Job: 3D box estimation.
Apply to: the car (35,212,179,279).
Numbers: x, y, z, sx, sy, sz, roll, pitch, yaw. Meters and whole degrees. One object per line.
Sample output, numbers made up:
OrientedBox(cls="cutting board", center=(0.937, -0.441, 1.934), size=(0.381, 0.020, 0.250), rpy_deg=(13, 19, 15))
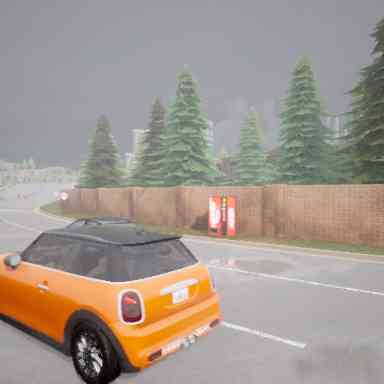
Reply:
OrientedBox(cls="car", center=(-3.073, 1.547, 11.138), size=(5.357, 1.411, 2.033), rpy_deg=(0, 0, 42))

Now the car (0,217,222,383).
OrientedBox(cls="car", center=(-1.813, 1.353, 5.617), size=(4.553, 1.767, 2.097), rpy_deg=(0, 0, 38))

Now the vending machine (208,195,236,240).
OrientedBox(cls="vending machine", center=(1.481, 1.195, 16.321), size=(0.880, 2.100, 1.100), rpy_deg=(0, 0, 42))
